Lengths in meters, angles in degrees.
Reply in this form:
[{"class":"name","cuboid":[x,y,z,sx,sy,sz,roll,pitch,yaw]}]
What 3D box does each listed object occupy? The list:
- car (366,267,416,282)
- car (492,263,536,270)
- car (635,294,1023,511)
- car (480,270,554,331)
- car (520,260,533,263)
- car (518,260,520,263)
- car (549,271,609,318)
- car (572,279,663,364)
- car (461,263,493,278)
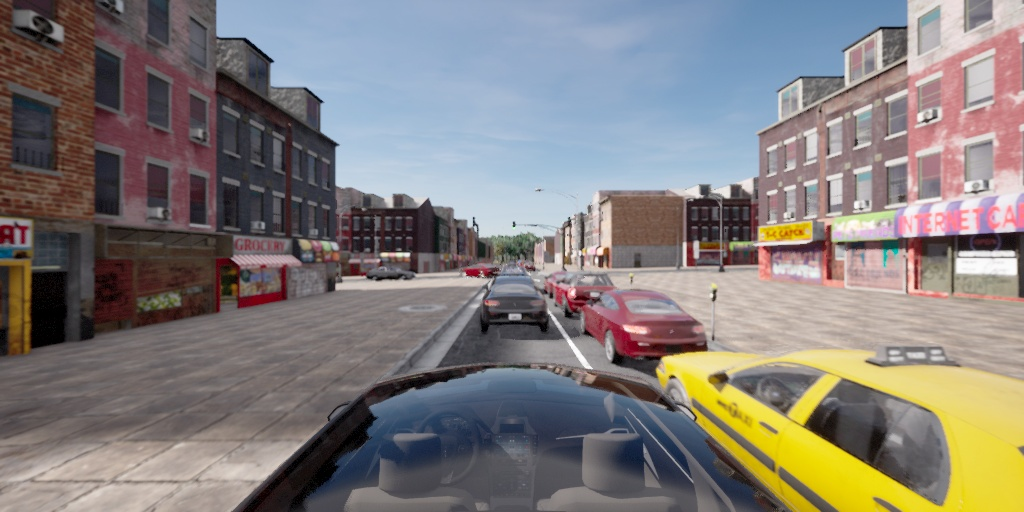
[{"class":"car","cuboid":[-12.260,1.836,36.370,4.902,1.511,2.128,-2,0,0]},{"class":"car","cuboid":[0.101,1.384,22.103,2.128,1.511,4.902,0,0,0]},{"class":"car","cuboid":[2.637,1.280,2.622,1.751,1.417,4.829,0,0,0]},{"class":"car","cuboid":[0.045,1.337,11.103,1.812,1.442,4.674,0,0,-1]},{"class":"car","cuboid":[2.648,1.651,56.191,1.967,1.591,4.097,0,0,0]},{"class":"car","cuboid":[2.650,1.584,61.592,2.192,1.841,5.009,0,0,0]},{"class":"car","cuboid":[2.639,1.267,13.385,1.967,1.591,4.097,0,0,0]},{"class":"car","cuboid":[2.638,1.372,7.919,1.802,1.307,4.207,0,0,0]},{"class":"car","cuboid":[-3.465,1.557,38.238,1.882,1.535,5.008,1,-1,-45]}]
